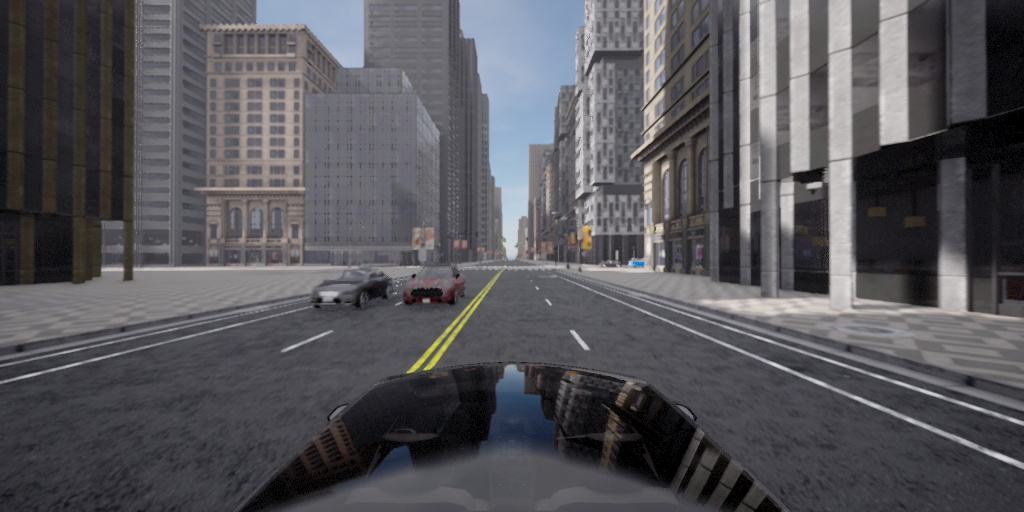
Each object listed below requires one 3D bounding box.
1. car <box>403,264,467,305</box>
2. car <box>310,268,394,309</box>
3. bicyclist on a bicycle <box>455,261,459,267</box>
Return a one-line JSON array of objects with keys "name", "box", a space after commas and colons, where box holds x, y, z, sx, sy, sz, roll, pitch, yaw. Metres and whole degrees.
[{"name": "car", "box": [-3.341, 1.166, 16.250, 2.097, 1.767, 4.553, 0, 0, 0]}, {"name": "car", "box": [-6.593, 1.301, 15.312, 2.128, 1.511, 4.902, 0, 0, 0]}, {"name": "bicyclist on a bicycle", "box": [-8.011, 1.453, 52.014, 0.866, 1.612, 1.509, 15, -10, -36]}]
